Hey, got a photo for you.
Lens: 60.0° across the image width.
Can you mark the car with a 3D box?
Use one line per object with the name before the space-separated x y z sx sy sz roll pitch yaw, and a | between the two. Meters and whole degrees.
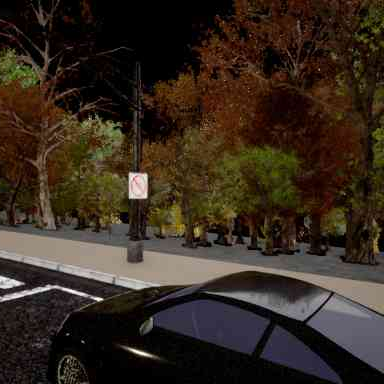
car | 0.397 1.564 3.404 4.181 1.385 1.994 0 0 36
